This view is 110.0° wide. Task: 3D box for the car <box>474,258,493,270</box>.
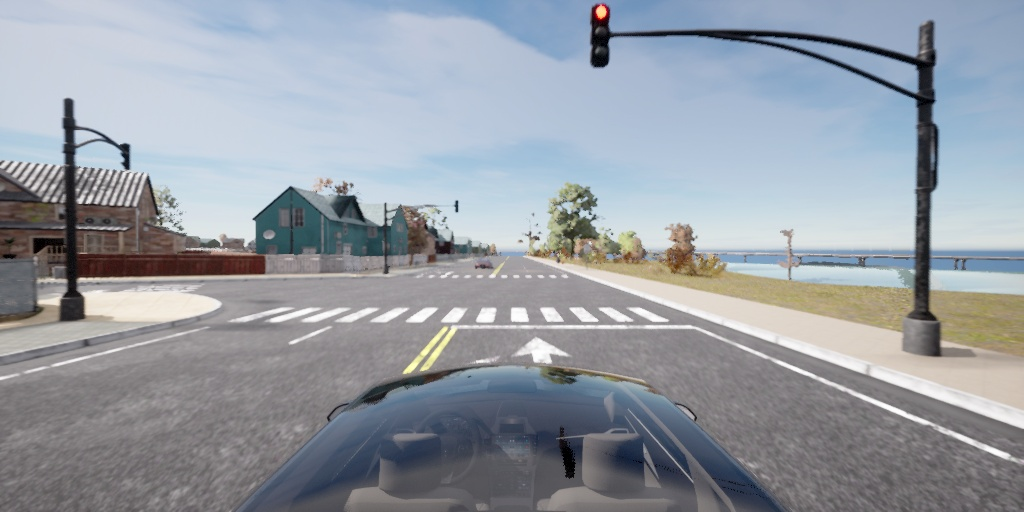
[{"bbox_3d":[-3.261,0.896,42.178,1.994,1.385,4.181,0,1,0],"label":"car"}]
